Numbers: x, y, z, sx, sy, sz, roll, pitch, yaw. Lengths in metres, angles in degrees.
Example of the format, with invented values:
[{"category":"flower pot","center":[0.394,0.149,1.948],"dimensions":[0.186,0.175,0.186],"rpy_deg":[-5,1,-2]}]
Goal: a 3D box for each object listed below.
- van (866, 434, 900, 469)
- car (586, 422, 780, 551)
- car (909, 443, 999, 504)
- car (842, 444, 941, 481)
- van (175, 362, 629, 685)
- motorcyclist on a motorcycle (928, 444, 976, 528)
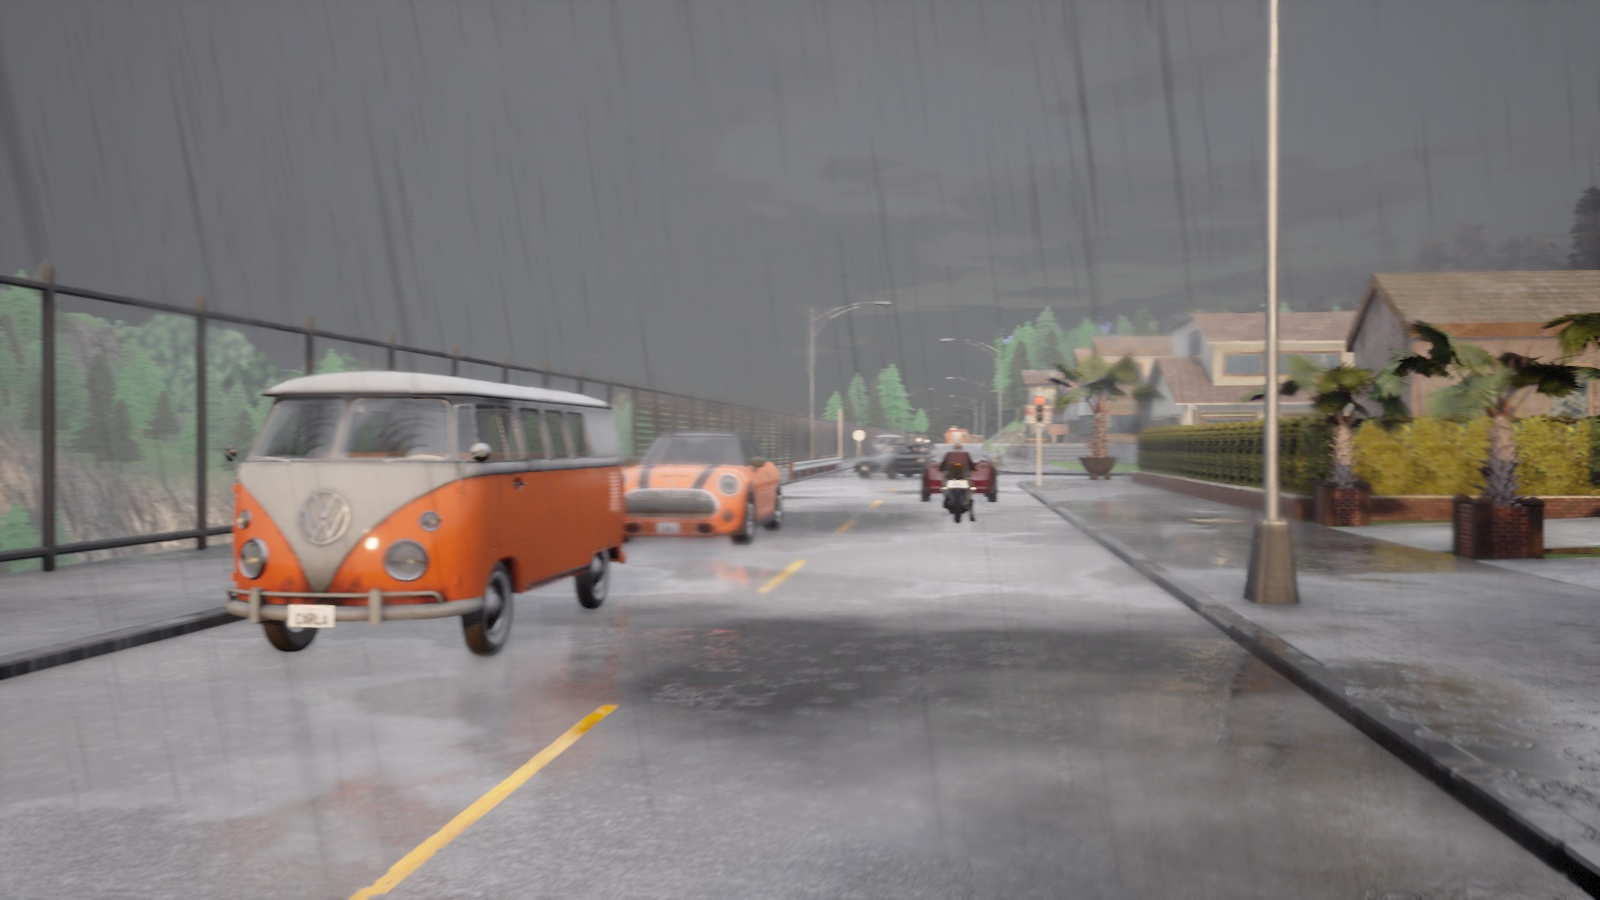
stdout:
[{"category":"van","center":[4.976,0.083,74.659],"dimensions":[1.775,1.987,4.442],"rpy_deg":[0,0,7]},{"category":"car","center":[-1.656,0.489,19.574],"dimensions":[2.097,1.767,4.553],"rpy_deg":[0,0,7]},{"category":"car","center":[4.020,0.566,33.060],"dimensions":[2.163,1.488,4.792],"rpy_deg":[0,0,6]},{"category":"car","center":[3.822,0.472,51.913],"dimensions":[1.816,1.474,4.193],"rpy_deg":[0,0,44]},{"category":"van","center":[-2.803,0.435,10.034],"dimensions":[1.775,1.987,4.442],"rpy_deg":[0,0,7]},{"category":"motorcyclist on a motorcycle","center":[2.919,0.650,24.108],"dimensions":[0.866,1.530,2.191],"rpy_deg":[0,0,7]}]
